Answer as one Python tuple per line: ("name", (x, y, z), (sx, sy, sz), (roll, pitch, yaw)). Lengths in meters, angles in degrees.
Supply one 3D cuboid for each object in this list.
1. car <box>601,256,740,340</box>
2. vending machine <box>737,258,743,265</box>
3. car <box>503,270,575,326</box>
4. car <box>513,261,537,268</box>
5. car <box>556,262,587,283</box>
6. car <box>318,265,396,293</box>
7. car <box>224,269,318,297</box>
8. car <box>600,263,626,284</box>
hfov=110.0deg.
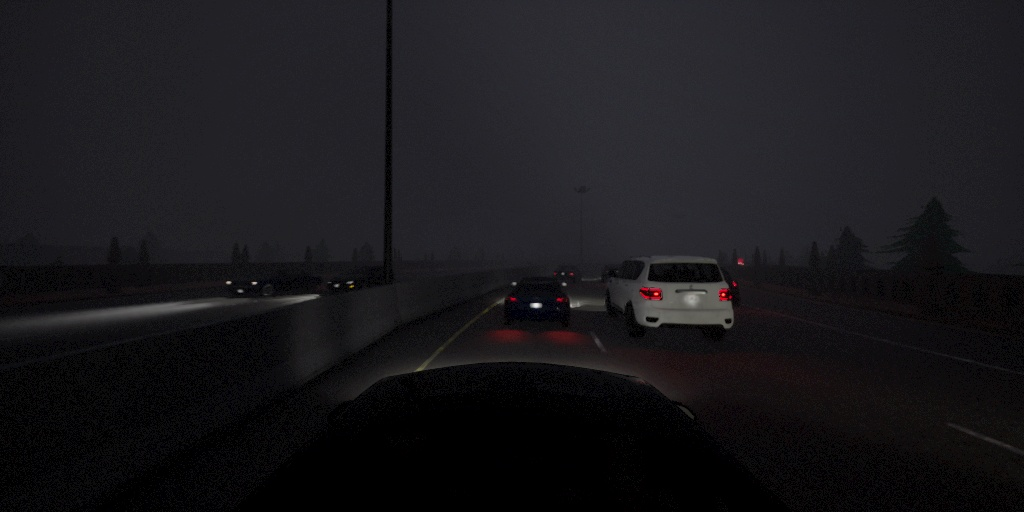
("car", (4.165, 1.022, 10.436), (2.150, 2.045, 5.566), (0, 0, 6))
("vending machine", (30.865, 1.252, 48.630), (1.100, 2.100, 0.880), (0, 0, 37))
("car", (0.893, 1.356, 11.994), (1.994, 1.385, 4.181), (0, 0, 6))
("car", (2.216, 1.513, 57.827), (2.033, 1.411, 5.357), (0, 0, 32))
("car", (4.636, 1.421, 29.594), (2.033, 1.411, 5.357), (0, 0, 18))
("car", (-8.532, 1.288, 20.792), (1.837, 1.490, 4.892), (0, 0, 11))
("car", (-12.443, 1.361, 19.101), (1.895, 1.301, 4.718), (0, 0, 10))
("car", (8.472, 1.396, 29.843), (1.837, 1.490, 4.892), (0, 0, 18))
